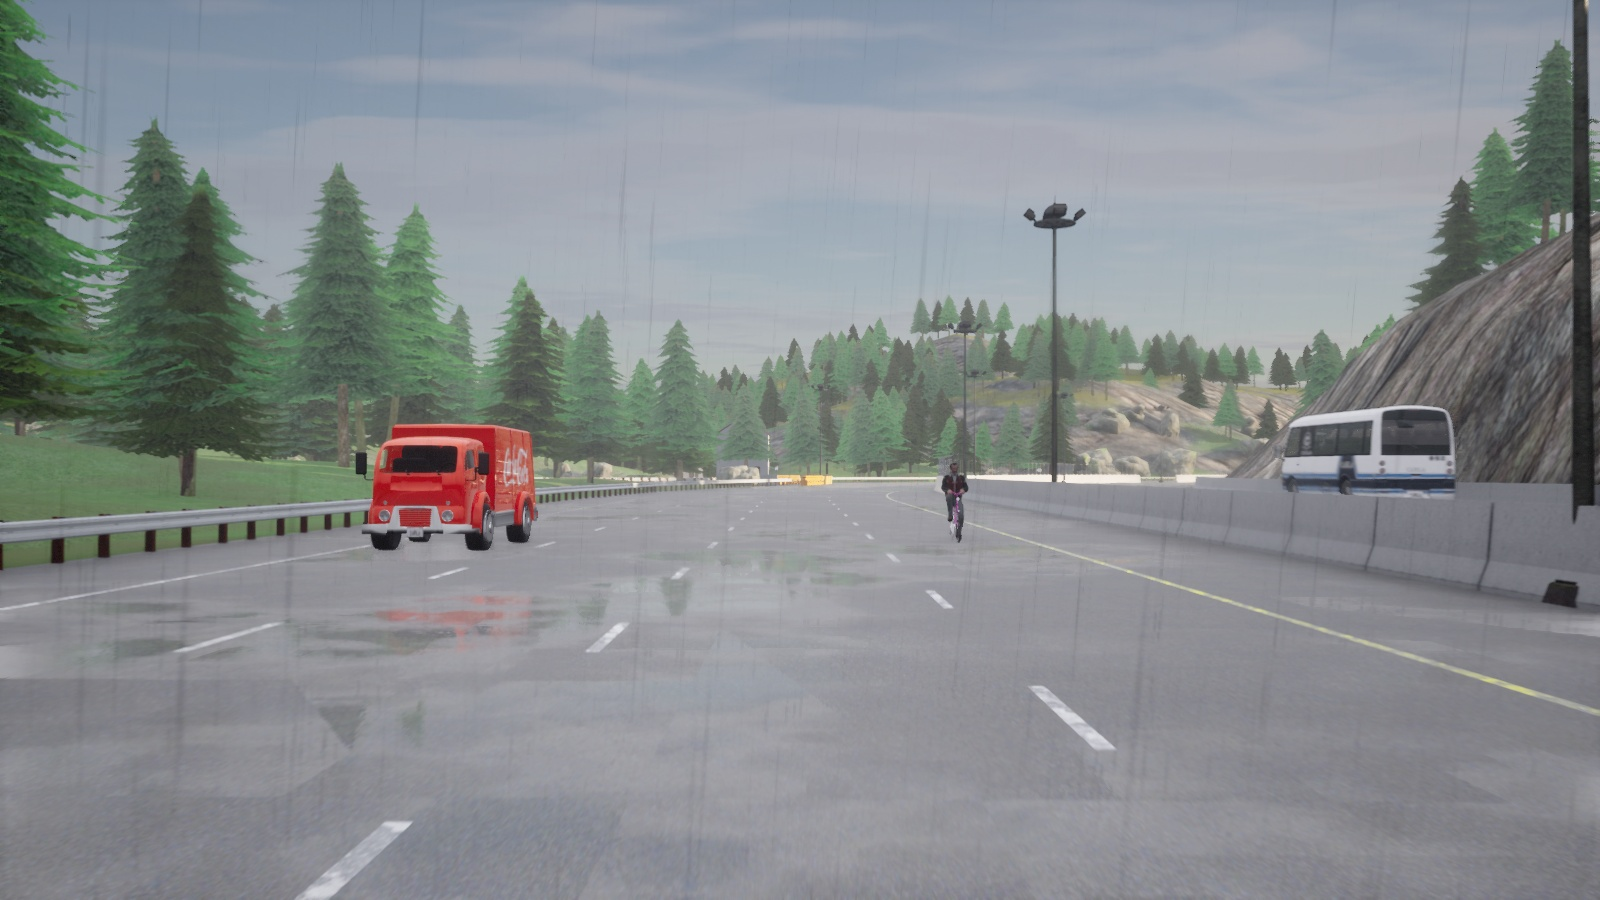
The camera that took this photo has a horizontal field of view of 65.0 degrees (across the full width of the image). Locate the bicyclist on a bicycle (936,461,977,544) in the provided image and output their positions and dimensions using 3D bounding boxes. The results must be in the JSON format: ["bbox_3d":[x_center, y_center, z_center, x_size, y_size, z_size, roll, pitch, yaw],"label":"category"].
[{"bbox_3d":[3.432,1.134,27.638,0.659,1.776,1.843,0,-1,0],"label":"bicyclist on a bicycle"}]

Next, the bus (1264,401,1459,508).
[{"bbox_3d":[24.360,0.268,55.420,3.944,4.253,10.273,0,-1,0],"label":"bus"}]

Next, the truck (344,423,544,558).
[{"bbox_3d":[-7.064,0.785,25.642,2.627,2.467,5.204,0,-1,0],"label":"truck"}]
